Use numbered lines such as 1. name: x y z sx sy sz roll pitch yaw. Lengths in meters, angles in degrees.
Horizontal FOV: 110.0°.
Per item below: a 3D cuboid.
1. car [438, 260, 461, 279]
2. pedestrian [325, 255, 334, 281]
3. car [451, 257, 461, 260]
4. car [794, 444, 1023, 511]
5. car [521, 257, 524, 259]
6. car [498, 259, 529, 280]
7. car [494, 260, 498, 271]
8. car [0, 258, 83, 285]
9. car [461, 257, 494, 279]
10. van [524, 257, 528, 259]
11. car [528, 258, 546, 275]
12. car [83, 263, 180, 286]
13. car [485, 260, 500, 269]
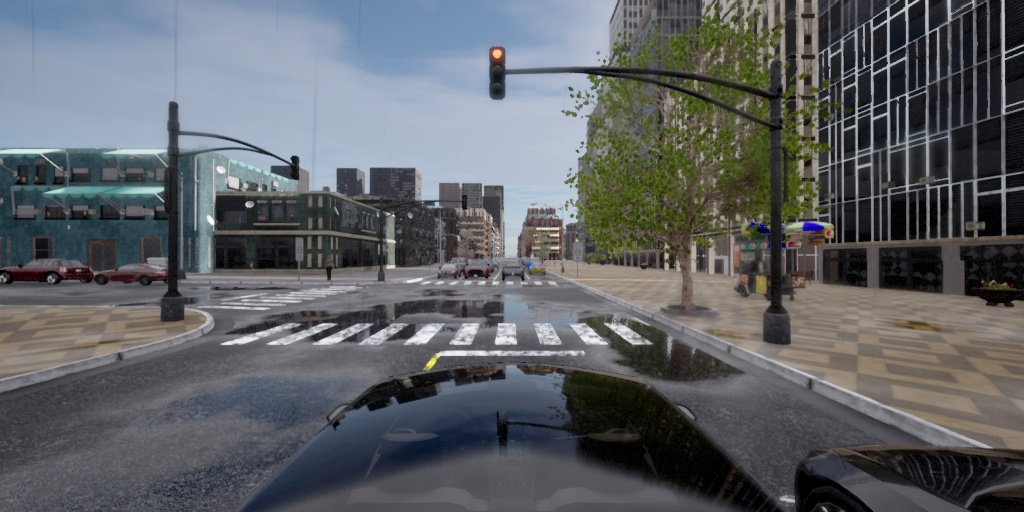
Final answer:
1. car: -5.691 1.334 32.979 1.802 1.307 4.207 0 0 0
2. pedestrian: -12.751 0.788 24.984 0.375 1.860 0.375 0 -1 -1
3. car: -5.692 1.067 38.530 2.192 1.841 5.009 0 0 0
4. car: 2.691 1.316 0.504 1.948 1.339 4.313 0 0 0
5. car: 2.687 1.305 55.187 2.007 1.370 4.403 0 0 0
6. car: 0.098 1.243 31.465 2.128 1.511 4.902 0 0 0
7. car: -3.086 1.245 43.162 2.128 1.511 4.902 0 0 0
8. car: -28.370 0.879 21.814 4.097 1.591 1.967 0 0 -1
9. car: -3.093 1.104 32.780 2.097 1.767 4.553 0 0 0
10. van: 2.688 1.094 44.085 1.690 1.789 3.998 0 0 0
11. car: 2.689 1.278 38.703 1.751 1.417 4.829 0 0 0
12. car: -22.822 1.090 21.892 4.207 1.307 1.802 0 0 -1
13. car: -3.055 1.302 57.502 2.033 1.411 5.357 0 0 0
